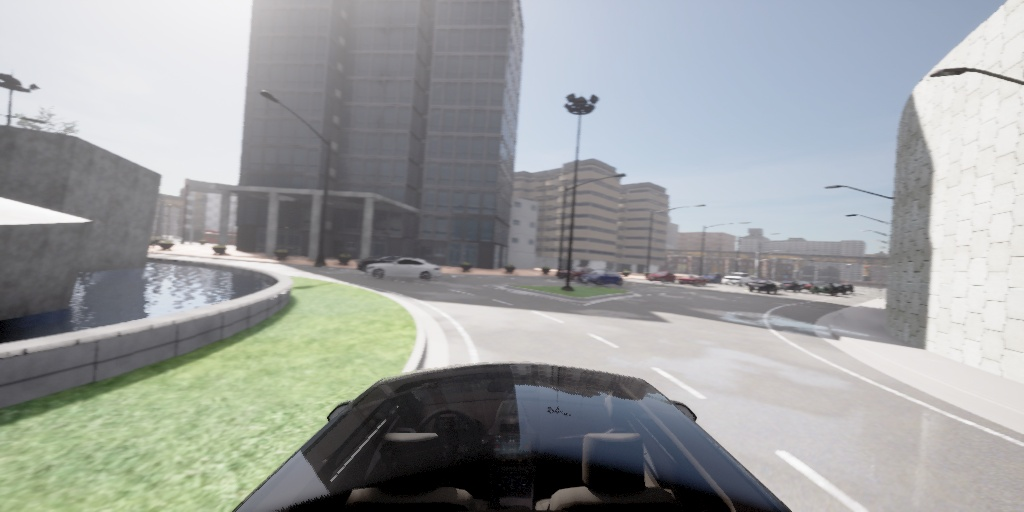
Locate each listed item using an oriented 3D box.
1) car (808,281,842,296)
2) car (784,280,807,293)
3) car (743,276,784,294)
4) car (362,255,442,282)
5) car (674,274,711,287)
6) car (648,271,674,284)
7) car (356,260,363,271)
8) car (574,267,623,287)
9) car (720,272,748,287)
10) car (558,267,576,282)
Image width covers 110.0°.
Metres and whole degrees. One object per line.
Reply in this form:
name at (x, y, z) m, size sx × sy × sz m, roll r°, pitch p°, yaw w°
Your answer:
car at (39.513, 4.051, 45.283) m, size 4.553 × 1.767 × 2.097 m, roll 4°, pitch 0°, yaw -41°
car at (36.917, 4.007, 47.643) m, size 4.902 × 1.511 × 2.128 m, roll 4°, pitch 0°, yaw -41°
car at (27.498, 3.307, 39.186) m, size 4.902 × 1.511 × 2.128 m, roll 4°, pitch 0°, yaw -42°
car at (-6.904, 0.812, 23.243) m, size 4.674 × 1.442 × 1.812 m, roll 4°, pitch 0°, yaw -14°
car at (22.309, 3.049, 44.195) m, size 4.718 × 1.301 × 1.895 m, roll 4°, pitch 0°, yaw -41°
car at (19.466, 2.722, 46.341) m, size 5.008 × 1.535 × 1.882 m, roll 4°, pitch 0°, yaw -41°
car at (-8.755, 0.649, 26.394) m, size 4.902 × 1.511 × 2.128 m, roll 4°, pitch 0°, yaw -11°
car at (8.035, 1.913, 31.870) m, size 4.674 × 1.442 × 1.812 m, roll 4°, pitch 0°, yaw -38°
car at (34.498, 3.573, 54.907) m, size 5.566 × 2.045 × 2.150 m, roll 4°, pitch 0°, yaw -41°
car at (6.692, 1.774, 35.238) m, size 5.008 × 1.535 × 1.882 m, roll 4°, pitch 0°, yaw -39°
